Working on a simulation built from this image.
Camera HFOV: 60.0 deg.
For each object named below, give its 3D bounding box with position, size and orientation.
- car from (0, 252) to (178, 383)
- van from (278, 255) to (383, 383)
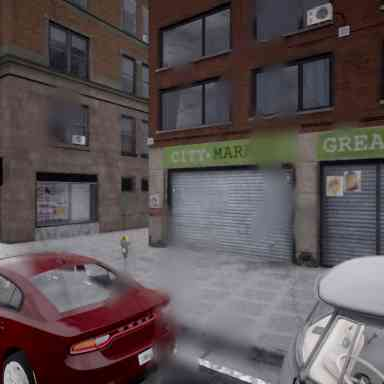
[{"bbox_3d":[-2.282,1.544,4.701,4.507,1.381,1.887,0,0,35],"label":"car"},{"bbox_3d":[2.328,1.341,1.417,3.998,1.788,1.690,0,0,35],"label":"van"}]
